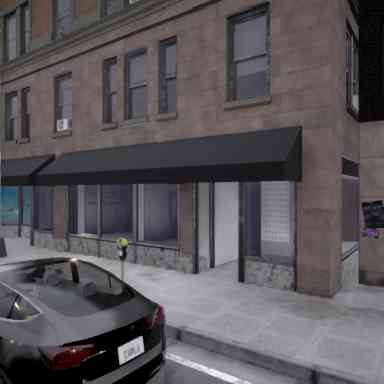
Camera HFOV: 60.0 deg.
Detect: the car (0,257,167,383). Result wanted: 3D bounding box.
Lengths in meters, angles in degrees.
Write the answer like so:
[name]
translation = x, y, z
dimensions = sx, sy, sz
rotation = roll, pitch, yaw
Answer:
[car]
translation = -2.280, 1.566, 4.428
dimensions = 4.313, 1.339, 1.947
rotation = 0, 0, 35
